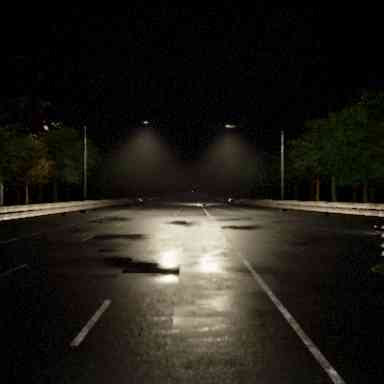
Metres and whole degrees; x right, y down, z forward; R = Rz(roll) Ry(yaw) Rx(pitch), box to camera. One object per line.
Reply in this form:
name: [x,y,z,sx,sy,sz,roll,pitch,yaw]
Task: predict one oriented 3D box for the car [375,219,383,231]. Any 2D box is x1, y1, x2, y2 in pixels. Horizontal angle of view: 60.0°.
car: [10.638,1.435,14.518,2.033,1.411,5.357,0,-1,-12]
